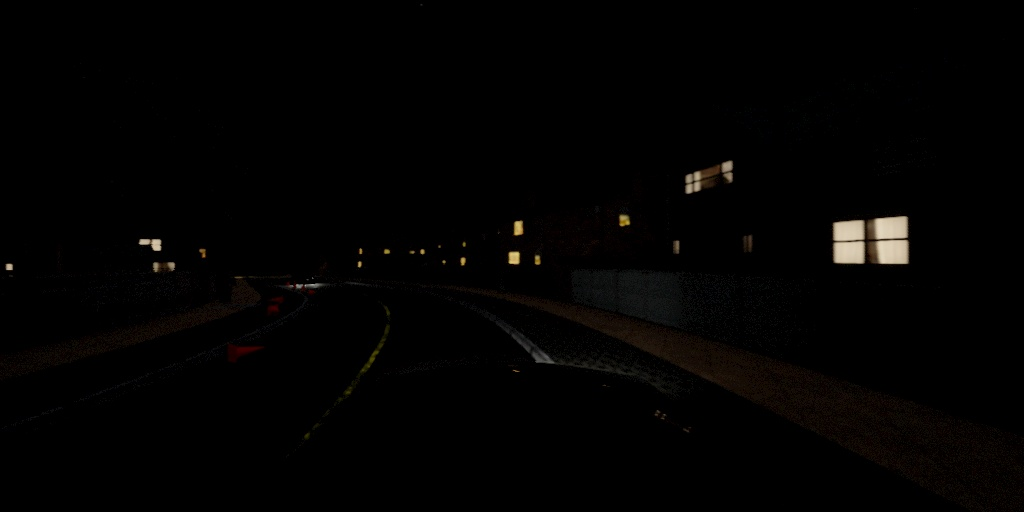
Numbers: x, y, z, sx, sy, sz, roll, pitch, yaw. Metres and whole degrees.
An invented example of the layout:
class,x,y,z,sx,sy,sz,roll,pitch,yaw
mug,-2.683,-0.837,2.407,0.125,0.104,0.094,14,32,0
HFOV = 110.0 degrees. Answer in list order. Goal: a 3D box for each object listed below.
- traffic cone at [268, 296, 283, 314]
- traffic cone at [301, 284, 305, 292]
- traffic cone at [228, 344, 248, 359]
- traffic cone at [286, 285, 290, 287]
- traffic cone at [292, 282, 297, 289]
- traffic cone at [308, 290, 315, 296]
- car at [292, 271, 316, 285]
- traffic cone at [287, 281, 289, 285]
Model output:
class,x,y,z,sx,sy,sz,roll,pitch,yaw
traffic cone,-8.464,1.631,12.704,0.340,0.580,0.340,0,0,38
traffic cone,-16.031,2.426,27.567,0.340,0.580,0.340,0,0,-38
traffic cone,-5.580,1.650,7.146,0.340,0.580,0.340,0,0,31
traffic cone,-10.619,1.743,16.543,0.340,0.580,0.340,0,0,-12
traffic cone,-19.088,2.580,31.523,0.340,0.580,0.340,0,0,-38
traffic cone,-12.973,2.093,23.236,0.340,0.580,0.340,0,0,-37
car,-23.968,2.454,41.200,1.837,1.490,4.892,0,-2,-40
traffic cone,-22.146,2.733,35.477,0.340,0.580,0.340,0,0,-38
